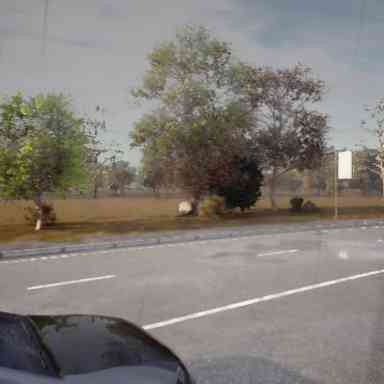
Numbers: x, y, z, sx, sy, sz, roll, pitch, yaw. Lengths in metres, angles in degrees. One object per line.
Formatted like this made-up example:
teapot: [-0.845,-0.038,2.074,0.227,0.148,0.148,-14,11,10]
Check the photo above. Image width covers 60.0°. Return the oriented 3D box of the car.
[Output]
car: [-1.954,1.554,2.236,4.181,1.385,1.994,0,0,-36]
